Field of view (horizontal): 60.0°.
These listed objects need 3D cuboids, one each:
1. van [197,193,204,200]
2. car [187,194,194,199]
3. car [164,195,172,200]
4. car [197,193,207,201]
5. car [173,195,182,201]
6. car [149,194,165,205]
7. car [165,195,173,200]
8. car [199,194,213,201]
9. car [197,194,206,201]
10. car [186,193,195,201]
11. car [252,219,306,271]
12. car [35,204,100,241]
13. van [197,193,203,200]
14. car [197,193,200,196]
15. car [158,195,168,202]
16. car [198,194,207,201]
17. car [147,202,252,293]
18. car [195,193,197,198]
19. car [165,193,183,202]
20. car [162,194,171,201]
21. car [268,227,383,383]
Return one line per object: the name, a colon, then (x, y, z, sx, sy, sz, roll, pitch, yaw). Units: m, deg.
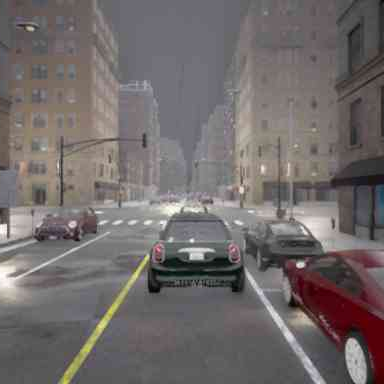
van: (2.213, 1.173, 87.483, 1.690, 1.788, 3.998, 0, 0, -1)
car: (-0.502, 1.219, 91.911, 1.994, 1.385, 4.181, 0, 0, -1)
car: (-6.314, 1.413, 87.409, 1.802, 1.307, 4.206, 0, 0, -1)
car: (2.478, 1.411, 59.948, 1.947, 1.339, 4.313, 0, 0, -1)
car: (-3.359, 1.426, 77.032, 1.895, 1.301, 4.718, 0, 0, -1)
car: (-5.994, 1.404, 54.362, 2.008, 1.369, 4.403, 0, 0, -1)
car: (-6.367, 1.400, 92.917, 1.947, 1.339, 4.313, 0, 0, -1)
car: (2.531, 1.398, 54.441, 1.887, 1.381, 4.507, 0, 0, -1)
car: (2.265, 1.271, 81.975, 1.967, 1.590, 4.097, 0, 0, -1)
car: (-0.406, 1.418, 81.937, 1.895, 1.301, 4.718, 0, 0, -1)
car: (2.673, 1.516, 10.515, 2.008, 1.369, 4.403, 0, 0, 0)
car: (-5.853, 1.388, 16.000, 1.967, 1.590, 4.097, 0, 0, 0)
van: (2.159, 1.176, 92.989, 1.690, 1.788, 3.998, 0, 0, -1)
car: (2.423, 1.364, 65.625, 1.752, 1.417, 4.829, 0, 0, -1)
car: (-6.154, 1.415, 70.886, 1.802, 1.307, 4.206, 0, 0, -1)
car: (2.318, 1.271, 76.469, 1.967, 1.590, 4.097, 0, 0, -1)
car: (0.063, 1.323, 8.930, 2.097, 1.767, 4.553, 0, 0, -1)
car: (2.372, 1.149, 70.961, 2.192, 1.841, 5.009, 0, 0, -1)
car: (-3.239, 1.390, 61.582, 2.033, 1.411, 5.357, 0, 0, 0)
car: (-6.260, 1.270, 81.902, 1.967, 1.590, 4.097, 0, 0, -1)
car: (2.675, 1.527, 5.023, 1.887, 1.381, 4.507, 0, 0, 0)
